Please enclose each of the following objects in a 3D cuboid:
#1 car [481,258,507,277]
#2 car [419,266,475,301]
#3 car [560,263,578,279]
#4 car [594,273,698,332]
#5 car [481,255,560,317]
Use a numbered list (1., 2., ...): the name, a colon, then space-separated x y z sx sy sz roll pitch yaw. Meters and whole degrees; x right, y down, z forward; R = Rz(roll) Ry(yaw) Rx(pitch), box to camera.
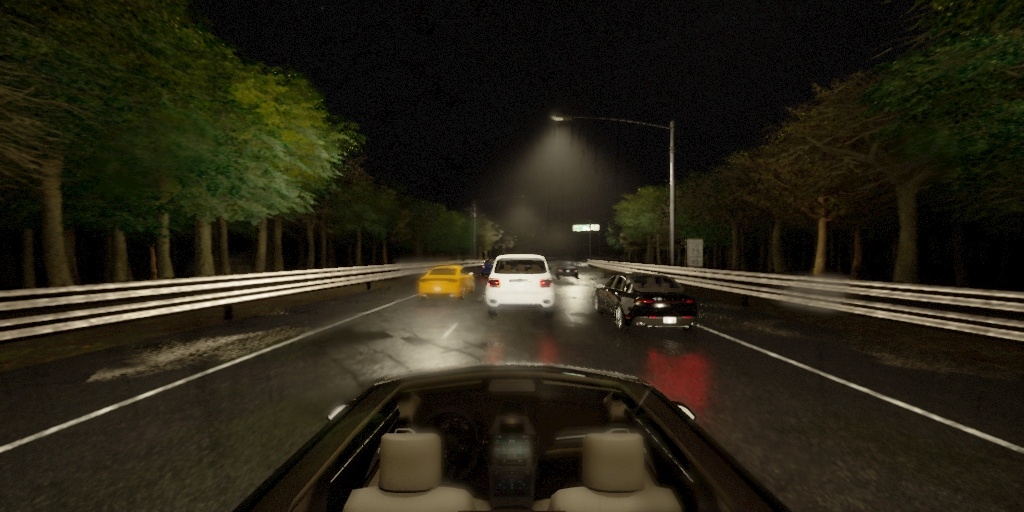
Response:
1. car: -1.765 1.089 36.388 2.097 1.767 4.553 0 0 5
2. car: -3.013 1.220 17.433 1.882 1.535 5.008 0 0 2
3. car: 4.891 1.295 32.289 2.033 1.411 5.357 0 0 5
4. car: 3.767 1.259 10.849 1.837 1.490 4.892 0 0 1
5. car: 0.327 0.970 13.272 2.150 2.045 5.566 0 0 2
